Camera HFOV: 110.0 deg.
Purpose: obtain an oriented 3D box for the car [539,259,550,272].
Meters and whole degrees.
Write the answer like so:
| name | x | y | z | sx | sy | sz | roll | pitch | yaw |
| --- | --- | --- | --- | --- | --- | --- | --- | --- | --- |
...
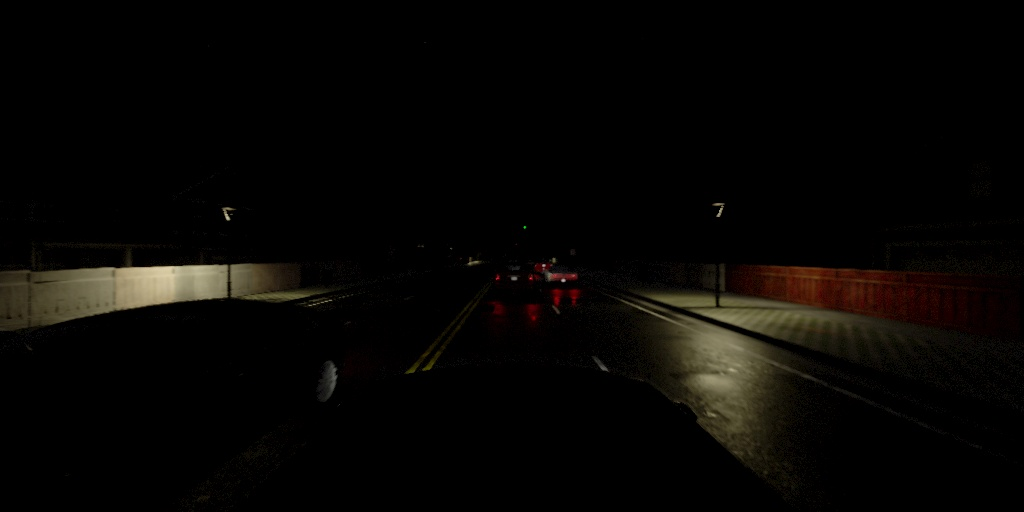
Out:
| name | x | y | z | sx | sy | sz | roll | pitch | yaw |
| --- | --- | --- | --- | --- | --- | --- | --- | --- | --- |
| car | 3.353 | 1.057 | 39.776 | 2.097 | 1.767 | 4.553 | 0 | 0 | 0 |

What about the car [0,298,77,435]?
| name | x | y | z | sx | sy | sz | roll | pitch | yaw |
| --- | --- | --- | --- | --- | --- | --- | --- | --- | --- |
| car | -6.600 | 1.275 | 2.356 | 1.812 | 1.442 | 4.674 | 0 | 0 | 0 |

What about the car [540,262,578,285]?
| name | x | y | z | sx | sy | sz | roll | pitch | yaw |
| --- | --- | --- | --- | --- | --- | --- | --- | --- | --- |
| car | 3.357 | 1.324 | 25.571 | 1.895 | 1.301 | 4.718 | 0 | 0 | 0 |

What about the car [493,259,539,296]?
| name | x | y | z | sx | sy | sz | roll | pitch | yaw |
| --- | --- | --- | --- | --- | --- | --- | --- | --- | --- |
| car | 0.105 | 1.083 | 19.112 | 2.097 | 1.767 | 4.553 | 0 | 0 | 0 |

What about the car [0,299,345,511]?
| name | x | y | z | sx | sy | sz | roll | pitch | yaw |
| --- | --- | --- | --- | --- | --- | --- | --- | --- | --- |
| car | -3.349 | 1.253 | 3.331 | 1.837 | 1.490 | 4.892 | 0 | 0 | 0 |
